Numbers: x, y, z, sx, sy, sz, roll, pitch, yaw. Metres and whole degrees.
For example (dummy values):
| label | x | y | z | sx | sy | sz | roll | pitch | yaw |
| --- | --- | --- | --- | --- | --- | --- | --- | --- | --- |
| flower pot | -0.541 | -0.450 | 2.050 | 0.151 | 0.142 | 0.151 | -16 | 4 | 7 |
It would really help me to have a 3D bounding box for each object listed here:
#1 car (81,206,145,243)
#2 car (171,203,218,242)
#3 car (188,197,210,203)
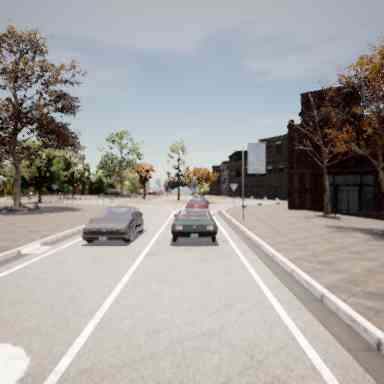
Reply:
| label | x | y | z | sx | sy | sz | roll | pitch | yaw |
| --- | --- | --- | --- | --- | --- | --- | --- | --- | --- |
| car | -3.309 | 1.344 | 15.102 | 2.033 | 1.411 | 5.357 | 0 | 1 | 0 |
| car | 0.098 | 1.396 | 15.189 | 1.895 | 1.301 | 4.718 | 0 | 1 | 0 |
| car | 0.648 | 1.143 | 31.357 | 1.994 | 1.385 | 4.181 | 0 | 1 | 7 |
